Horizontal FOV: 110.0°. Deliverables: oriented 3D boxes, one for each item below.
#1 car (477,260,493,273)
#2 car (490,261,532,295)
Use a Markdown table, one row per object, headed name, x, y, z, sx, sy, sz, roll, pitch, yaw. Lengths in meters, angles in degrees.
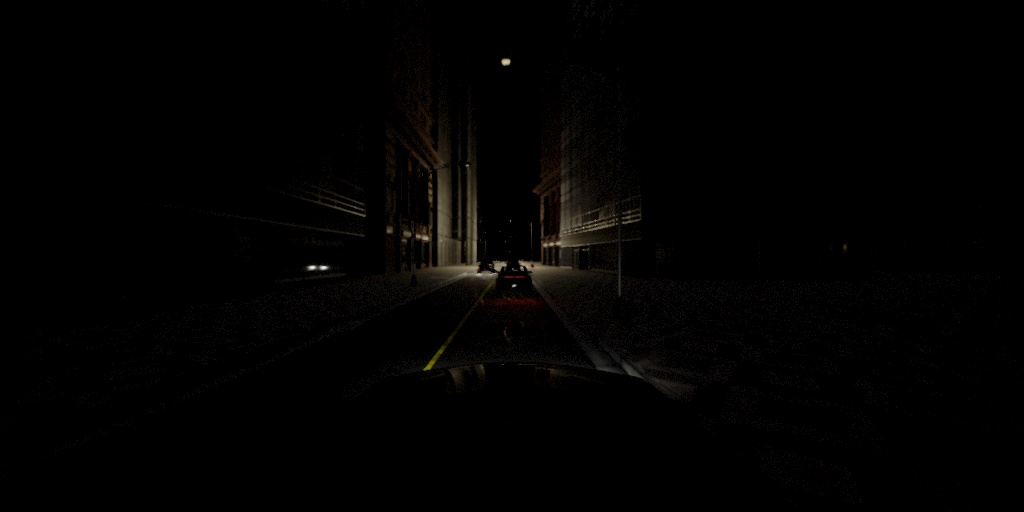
| name | x | y | z | sx | sy | sz | roll | pitch | yaw |
| --- | --- | --- | --- | --- | --- | --- | --- | --- | --- |
| car | -3.006 | 1.270 | 42.673 | 1.837 | 1.490 | 4.892 | 0 | -1 | 0 |
| car | 0.105 | 1.250 | 20.035 | 2.128 | 1.511 | 4.902 | 0 | 0 | 0 |
